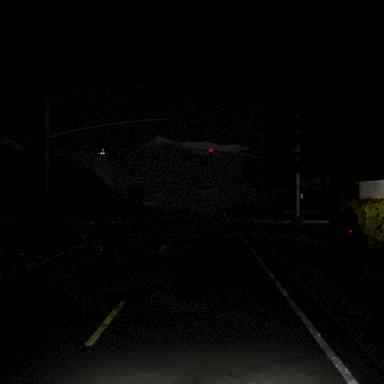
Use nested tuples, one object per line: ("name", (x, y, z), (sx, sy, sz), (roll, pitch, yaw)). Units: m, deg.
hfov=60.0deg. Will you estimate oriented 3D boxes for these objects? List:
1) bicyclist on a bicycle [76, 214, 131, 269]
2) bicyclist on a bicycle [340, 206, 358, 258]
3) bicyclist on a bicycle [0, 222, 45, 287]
("bicyclist on a bicycle", (-2.605, 1.455, 9.662), (1.656, 1.620, 0.582), (-2, 0, 5))
("bicyclist on a bicycle", (5.172, 1.305, 10.956), (0.582, 1.620, 1.656), (1, -2, 19))
("bicyclist on a bicycle", (-4.476, 1.566, 8.241), (1.656, 1.620, 0.582), (-3, -1, 0))
